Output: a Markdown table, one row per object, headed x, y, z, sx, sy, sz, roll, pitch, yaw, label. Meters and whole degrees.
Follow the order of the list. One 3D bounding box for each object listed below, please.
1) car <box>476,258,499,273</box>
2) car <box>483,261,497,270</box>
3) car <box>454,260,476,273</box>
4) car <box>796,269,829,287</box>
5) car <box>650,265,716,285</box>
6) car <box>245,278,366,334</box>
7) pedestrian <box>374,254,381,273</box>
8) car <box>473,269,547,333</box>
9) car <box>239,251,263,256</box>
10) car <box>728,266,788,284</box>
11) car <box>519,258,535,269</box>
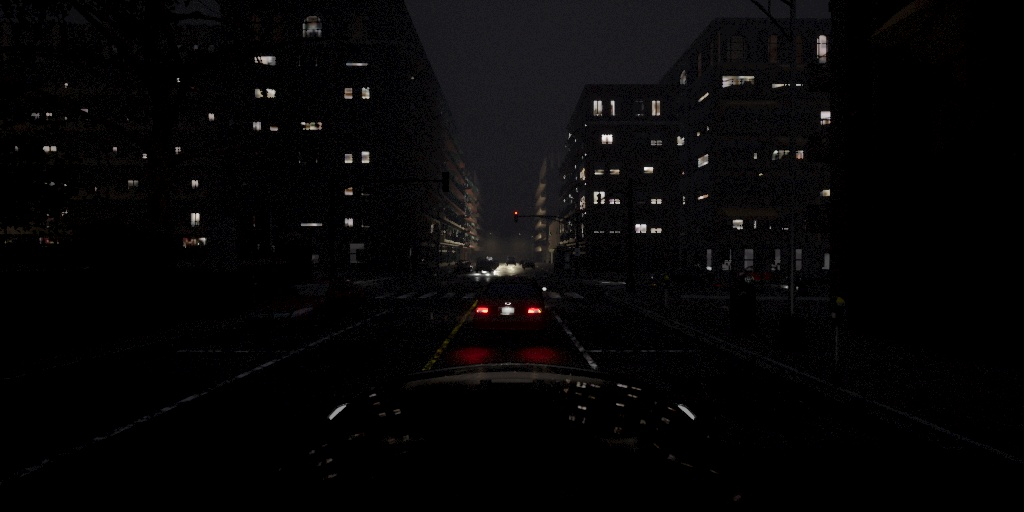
| x | y | z | sx | sy | sz | roll | pitch | yaw | label |
| --- | --- | --- | --- | --- | --- | --- | --- | --- | --- |
| -3.175 | 1.296 | 43.235 | 2.033 | 1.411 | 5.357 | 0 | 0 | 4 | car |
| -3.211 | 1.350 | 53.185 | 1.895 | 1.301 | 4.718 | 0 | 0 | 0 | car |
| -5.794 | 1.188 | 42.958 | 1.967 | 1.591 | 4.097 | 0 | 0 | 0 | car |
| 25.248 | 1.762 | 28.960 | 5.357 | 1.411 | 2.033 | 1 | 0 | -1 | car |
| 13.700 | 1.502 | 28.790 | 4.902 | 1.511 | 2.128 | 1 | 0 | -1 | car |
| -5.710 | 1.331 | 10.547 | 1.802 | 1.307 | 4.207 | 0 | 0 | 0 | car |
| -12.794 | 0.652 | 33.932 | 0.375 | 1.860 | 0.375 | 0 | -1 | -1 | pedestrian |
| 0.056 | 1.297 | 10.759 | 2.033 | 1.411 | 5.357 | 0 | 0 | 3 | car |
| -17.597 | 0.694 | 25.126 | 5.566 | 2.045 | 2.150 | 1 | 0 | -1 | car |
| 21.305 | 1.571 | 31.465 | 4.097 | 1.591 | 1.967 | 0 | 0 | -1 | car |
| 2.556 | 1.299 | 54.252 | 2.007 | 1.370 | 4.403 | 0 | 0 | 0 | car |
